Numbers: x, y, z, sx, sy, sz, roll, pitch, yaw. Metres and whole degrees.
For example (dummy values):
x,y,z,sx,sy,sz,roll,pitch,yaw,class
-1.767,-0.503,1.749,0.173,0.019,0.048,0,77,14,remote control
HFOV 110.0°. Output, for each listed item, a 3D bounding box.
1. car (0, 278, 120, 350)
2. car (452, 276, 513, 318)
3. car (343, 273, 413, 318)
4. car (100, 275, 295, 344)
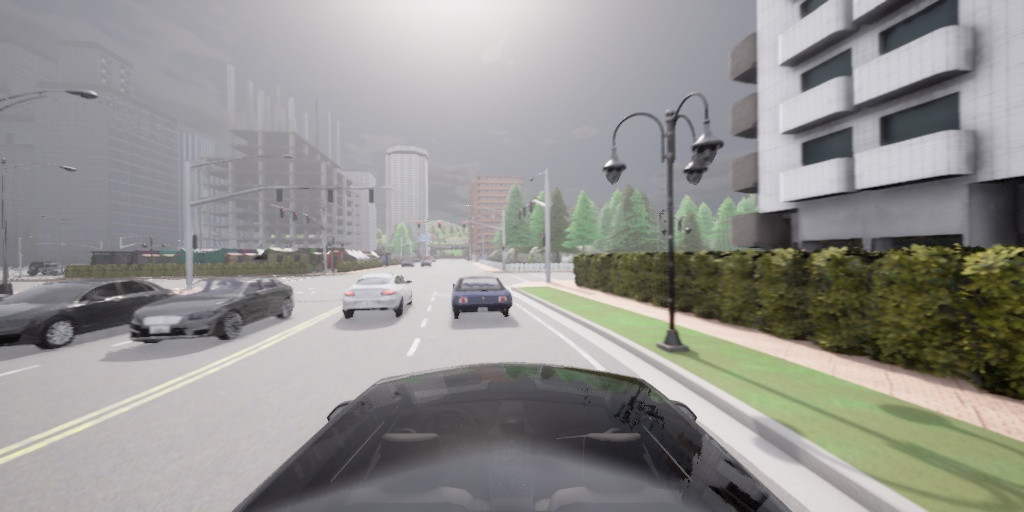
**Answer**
x,y,z,sx,sy,sz,roll,pitch,yaw,class
-11.415,1.386,9.488,1.837,1.490,4.892,-1,0,-9,car
-1.233,1.364,13.136,1.895,1.301,4.718,-1,0,-9,car
-4.800,1.331,13.257,1.812,1.442,4.674,-1,-1,-9,car
-7.980,1.332,10.161,2.128,1.511,4.902,-1,0,-9,car
